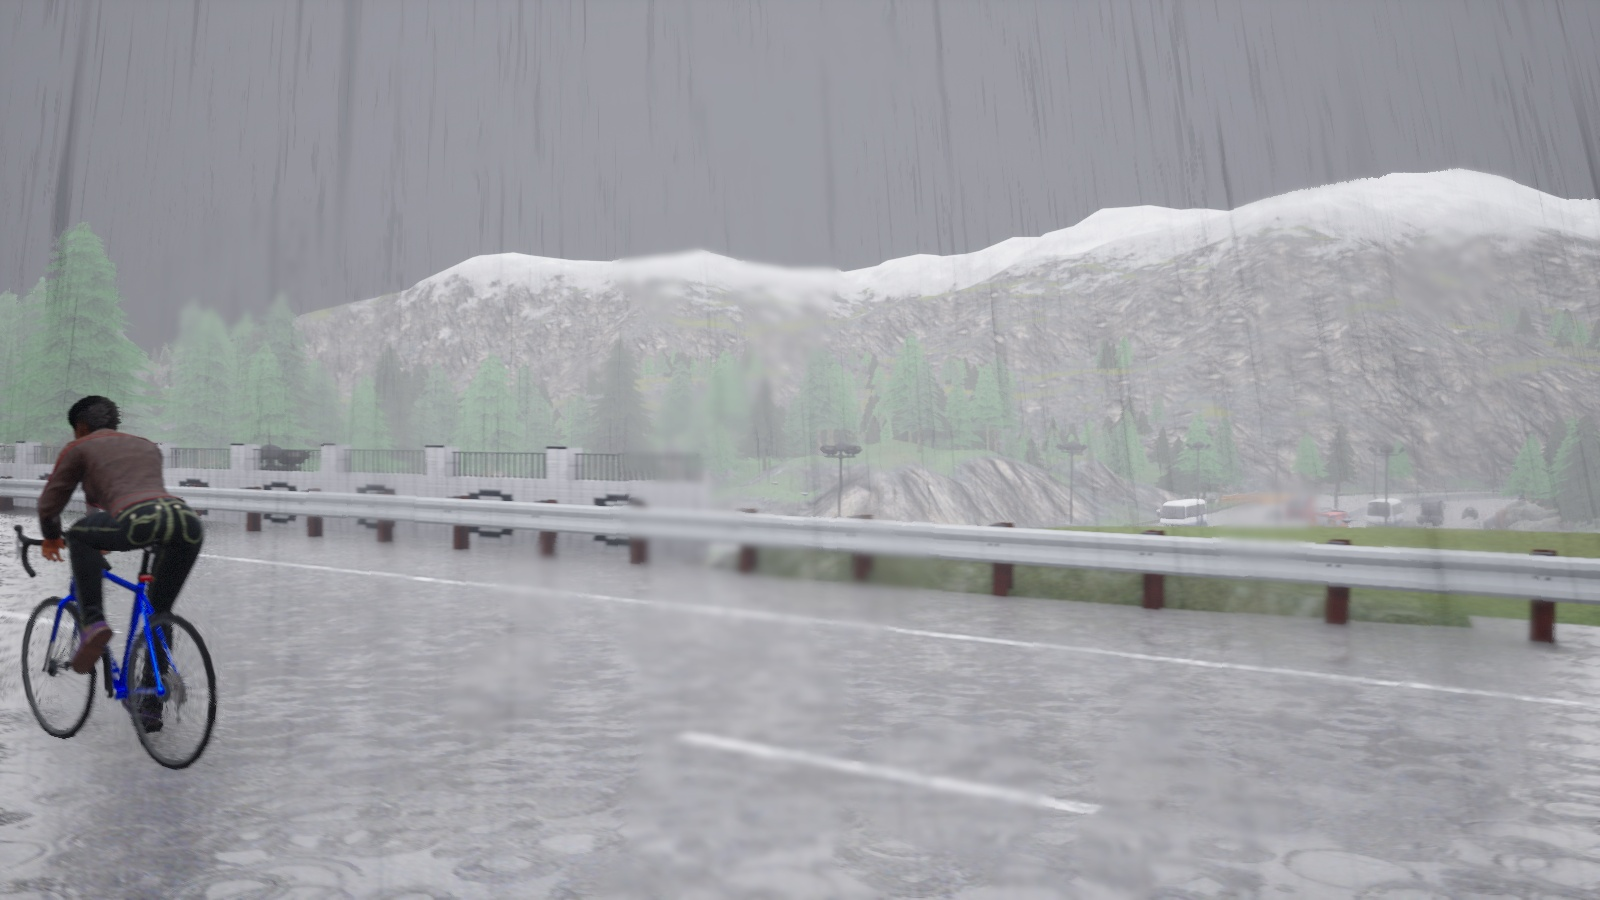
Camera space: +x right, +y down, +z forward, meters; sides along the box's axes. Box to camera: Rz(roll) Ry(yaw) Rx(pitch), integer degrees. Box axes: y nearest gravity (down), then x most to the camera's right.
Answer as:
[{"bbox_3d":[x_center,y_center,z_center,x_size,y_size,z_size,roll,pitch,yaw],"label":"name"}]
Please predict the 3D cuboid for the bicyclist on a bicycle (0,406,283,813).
[{"bbox_3d":[-3.119,0.634,5.695,1.656,1.620,0.582,0,1,34],"label":"bicyclist on a bicycle"}]
